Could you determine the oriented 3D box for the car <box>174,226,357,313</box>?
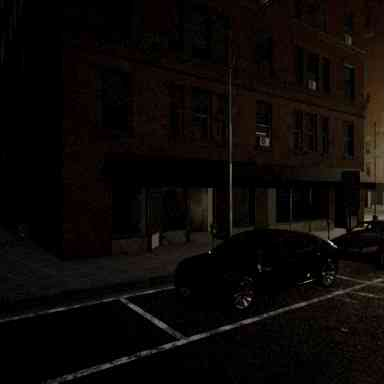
[{"bbox_3d":[1.648,1.566,7.693,4.313,1.339,1.947,0,0,-35],"label":"car"}]

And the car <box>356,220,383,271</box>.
[{"bbox_3d":[6.135,1.582,10.876,4.206,1.307,1.802,0,0,-35],"label":"car"}]
